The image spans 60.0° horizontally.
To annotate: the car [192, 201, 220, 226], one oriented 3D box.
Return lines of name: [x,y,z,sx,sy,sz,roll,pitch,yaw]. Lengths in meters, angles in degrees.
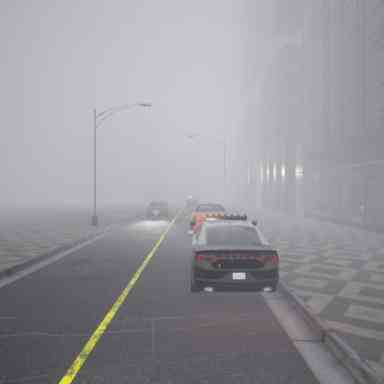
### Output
car: [0.952,1.496,24.928,1.882,1.535,5.008,0,0,0]

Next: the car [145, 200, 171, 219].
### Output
car: [-2.938,1.516,29.456,2.128,1.511,4.902,0,0,0]

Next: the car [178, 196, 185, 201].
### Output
car: [-2.794,1.776,93.853,2.033,1.411,5.357,0,0,0]

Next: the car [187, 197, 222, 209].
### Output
car: [0.938,1.361,18.898,2.097,1.767,4.553,0,0,0]

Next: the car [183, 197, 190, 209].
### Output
car: [0.112,1.667,46.531,1.895,1.301,4.718,0,0,1]

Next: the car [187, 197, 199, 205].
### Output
car: [0.130,1.600,60.389,2.128,1.511,4.902,0,0,0]

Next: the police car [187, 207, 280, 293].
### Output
police car: [0.917,1.427,9.037,1.930,1.638,5.238,0,0,0]
